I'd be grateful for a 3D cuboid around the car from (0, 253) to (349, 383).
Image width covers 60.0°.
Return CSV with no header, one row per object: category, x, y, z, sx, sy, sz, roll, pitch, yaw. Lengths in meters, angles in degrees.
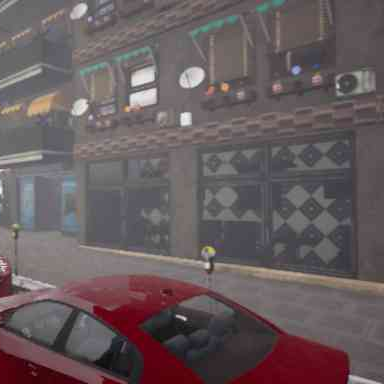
car,-0.837,1.527,3.337,4.507,1.381,1.887,1,-1,35
